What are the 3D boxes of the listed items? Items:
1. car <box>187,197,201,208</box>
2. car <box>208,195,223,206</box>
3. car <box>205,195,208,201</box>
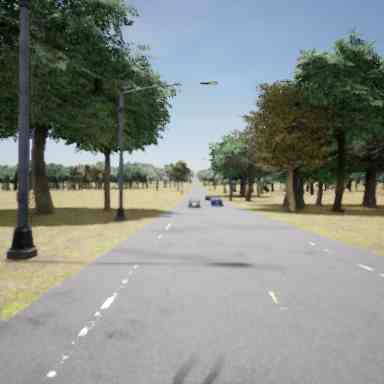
[{"bbox_3d":[0.368,1.560,48.551,2.128,1.511,4.902,0,0,1],"label":"car"},{"bbox_3d":[4.103,1.552,56.187,1.882,1.535,5.008,0,1,1],"label":"car"},{"bbox_3d":[4.272,1.404,85.207,1.882,1.535,5.008,0,0,1],"label":"car"}]
